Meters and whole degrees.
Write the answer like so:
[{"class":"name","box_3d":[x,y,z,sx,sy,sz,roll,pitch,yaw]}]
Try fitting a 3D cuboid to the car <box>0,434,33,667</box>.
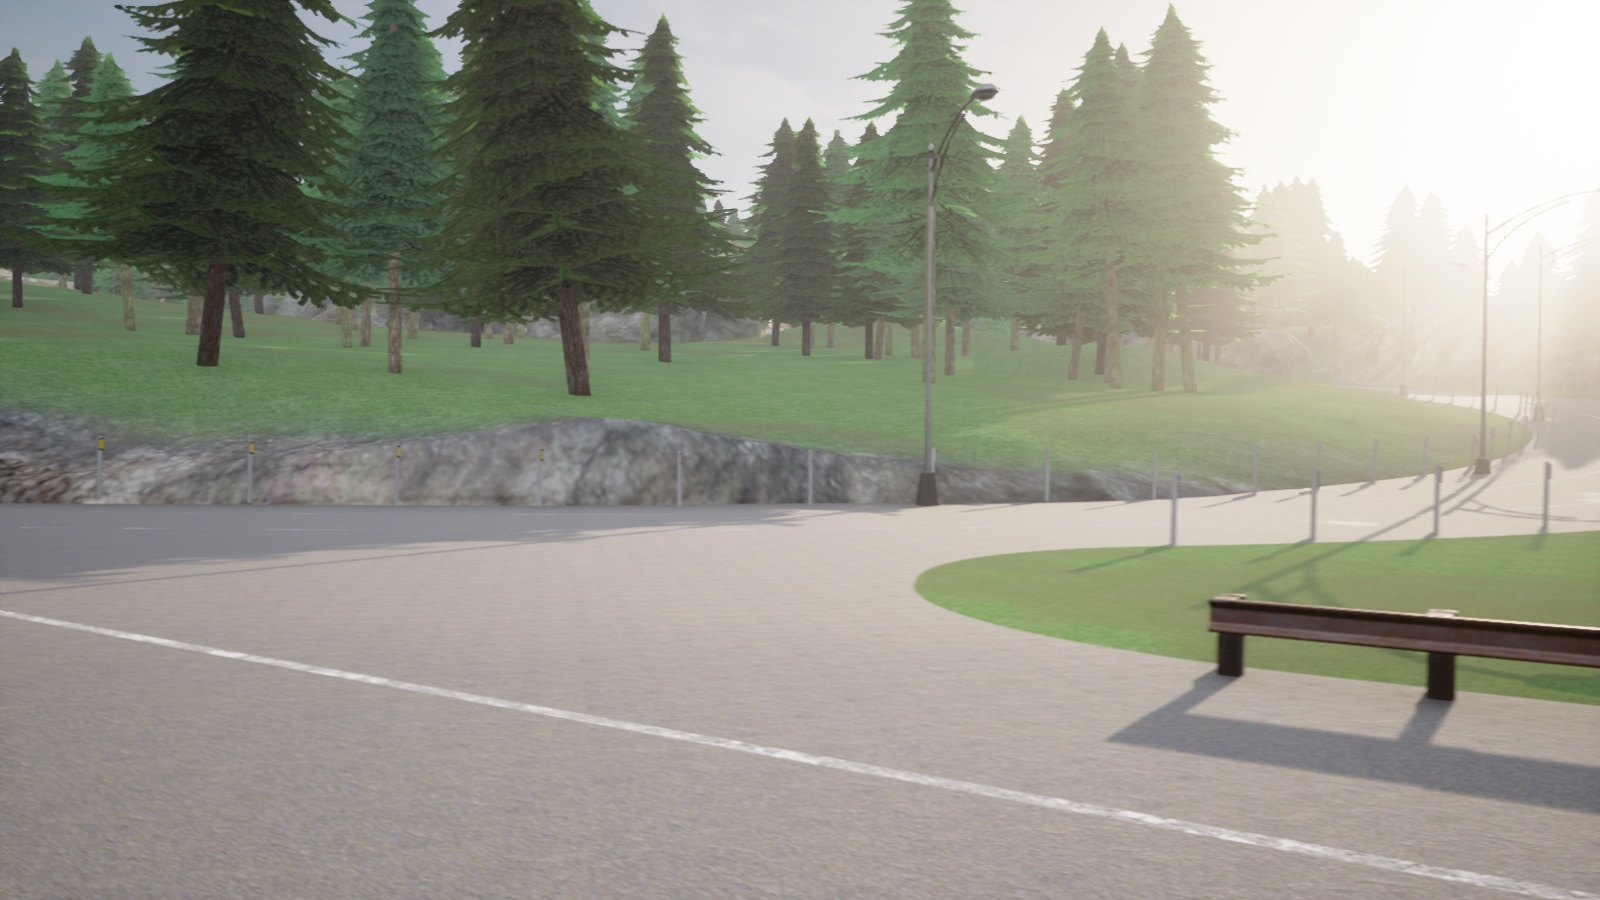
[{"class":"car","box_3d":[-7.096,0.647,8.338,3.806,1.475,1.970,0,1,34]}]
